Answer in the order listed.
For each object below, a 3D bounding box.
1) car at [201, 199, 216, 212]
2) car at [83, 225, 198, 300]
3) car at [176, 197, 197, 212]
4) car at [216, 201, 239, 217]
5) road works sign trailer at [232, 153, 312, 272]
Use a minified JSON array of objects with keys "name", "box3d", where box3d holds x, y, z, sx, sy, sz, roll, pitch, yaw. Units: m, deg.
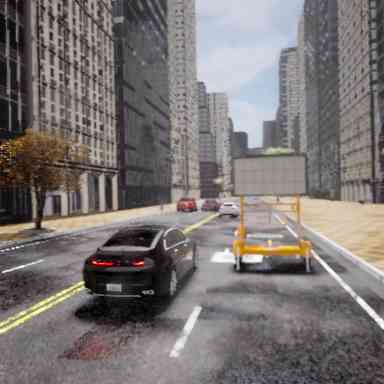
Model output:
[{"name":"car","box3d":[2.506,1.802,46.016,2.097,1.767,4.553,-1,-1,11]},{"name":"car","box3d":[-1.046,1.621,8.764,1.837,1.490,4.892,-1,-1,11]},{"name":"car","box3d":[-0.675,1.747,46.706,2.150,2.045,5.566,-1,-1,11]},{"name":"car","box3d":[3.933,1.827,35.043,1.812,1.442,4.674,-1,0,11]},{"name":"road works sign trailer","box3d":[2.606,0.533,11.155,2.380,3.560,2.880,-1,-1,12]}]
